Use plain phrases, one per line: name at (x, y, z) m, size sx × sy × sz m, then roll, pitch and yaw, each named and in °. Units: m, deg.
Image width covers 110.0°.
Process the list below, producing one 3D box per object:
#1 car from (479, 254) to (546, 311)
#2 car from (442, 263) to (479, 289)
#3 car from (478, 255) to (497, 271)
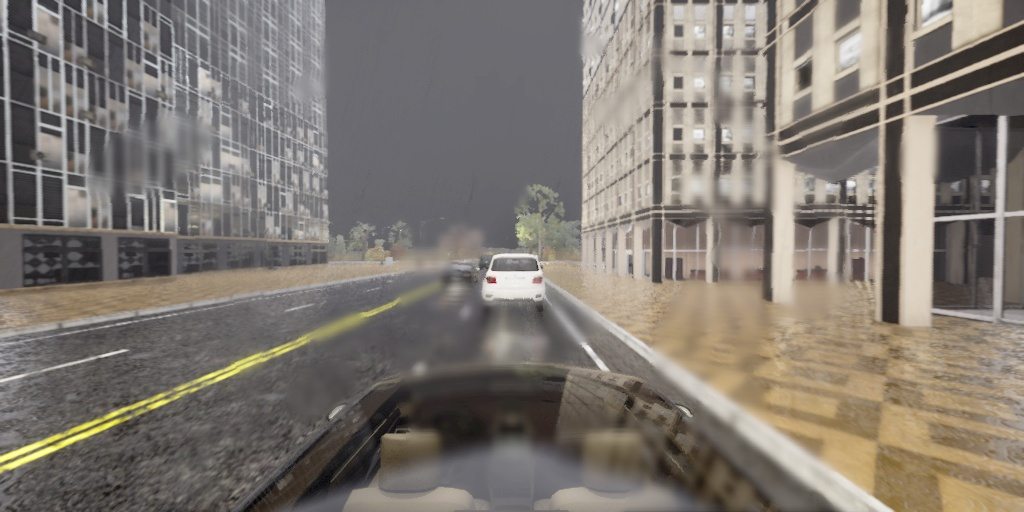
car at (0.102, 0.943, 14.304) m, size 2.150 × 2.045 × 5.566 m, roll 0°, pitch 0°, yaw 0°
car at (-3.147, 1.181, 22.738) m, size 1.882 × 1.535 × 5.008 m, roll 0°, pitch 0°, yaw 0°
car at (-3.143, 0.855, 46.954) m, size 2.150 × 2.045 × 5.566 m, roll 0°, pitch 0°, yaw 0°
